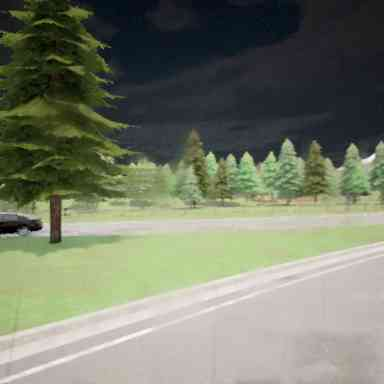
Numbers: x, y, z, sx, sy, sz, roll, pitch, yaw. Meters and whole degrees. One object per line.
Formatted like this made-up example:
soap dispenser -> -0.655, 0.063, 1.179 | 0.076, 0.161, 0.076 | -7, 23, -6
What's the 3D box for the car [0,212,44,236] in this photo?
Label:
car -> -12.606, 2.138, 22.150 | 5.008, 1.535, 1.882 | 0, -1, -14
